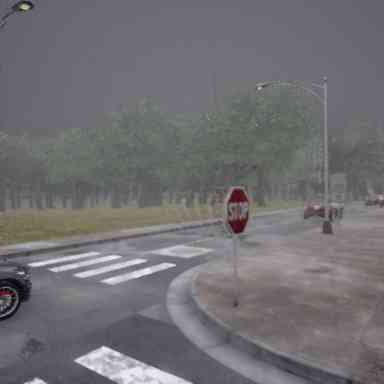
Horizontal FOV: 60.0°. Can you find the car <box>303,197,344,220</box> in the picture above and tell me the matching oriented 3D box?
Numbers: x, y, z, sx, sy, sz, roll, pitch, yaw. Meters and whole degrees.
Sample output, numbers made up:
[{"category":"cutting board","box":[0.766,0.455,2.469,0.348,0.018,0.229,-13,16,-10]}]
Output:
[{"category":"car","box":[10.380,1.188,26.075,2.097,1.767,4.553,-1,0,36]}]

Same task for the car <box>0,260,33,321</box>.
[{"category":"car","box":[-4.969,1.576,5.145,1.812,1.442,4.674,0,0,36]}]

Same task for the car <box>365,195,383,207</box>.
[{"category":"car","box":[26.541,1.155,48.100,2.097,1.767,4.553,-1,-1,36]}]
